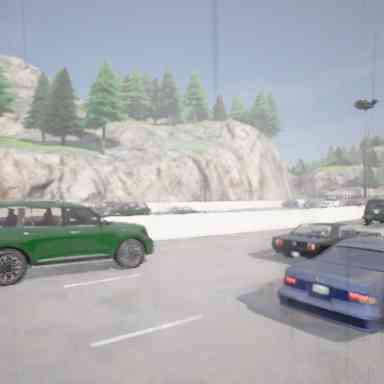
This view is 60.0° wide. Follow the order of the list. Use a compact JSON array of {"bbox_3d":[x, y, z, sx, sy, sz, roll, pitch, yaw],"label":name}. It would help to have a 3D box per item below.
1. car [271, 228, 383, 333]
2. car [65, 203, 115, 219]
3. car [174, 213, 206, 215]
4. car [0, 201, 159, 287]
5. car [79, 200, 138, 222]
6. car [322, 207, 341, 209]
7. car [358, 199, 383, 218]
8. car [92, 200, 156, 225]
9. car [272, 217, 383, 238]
[{"bbox_3d":[4.058,1.643,6.899,5.357,1.411,2.033,1,-1,-38],"label":"car"},{"bbox_3d":[-9.759,1.798,31.969,4.181,1.385,1.994,1,-1,-39],"label":"car"},{"bbox_3d":[-1.249,1.781,25.350,5.357,1.411,2.033,1,-1,-40],"label":"car"},{"bbox_3d":[-3.835,1.287,9.752,5.566,2.045,2.150,1,-1,-36],"label":"car"},{"bbox_3d":[-7.348,1.578,29.414,4.553,1.767,2.097,1,-1,-40],"label":"car"},{"bbox_3d":[24.090,1.952,57.359,2.150,2.045,5.566,0,-1,37],"label":"car"},{"bbox_3d":[15.243,1.582,25.883,5.566,2.045,2.150,1,-1,-44],"label":"car"},{"bbox_3d":[-5.376,1.565,26.515,4.553,1.767,2.097,1,-1,-40],"label":"car"},{"bbox_3d":[5.098,1.755,12.200,4.718,1.301,1.895,1,-1,-39],"label":"car"}]
